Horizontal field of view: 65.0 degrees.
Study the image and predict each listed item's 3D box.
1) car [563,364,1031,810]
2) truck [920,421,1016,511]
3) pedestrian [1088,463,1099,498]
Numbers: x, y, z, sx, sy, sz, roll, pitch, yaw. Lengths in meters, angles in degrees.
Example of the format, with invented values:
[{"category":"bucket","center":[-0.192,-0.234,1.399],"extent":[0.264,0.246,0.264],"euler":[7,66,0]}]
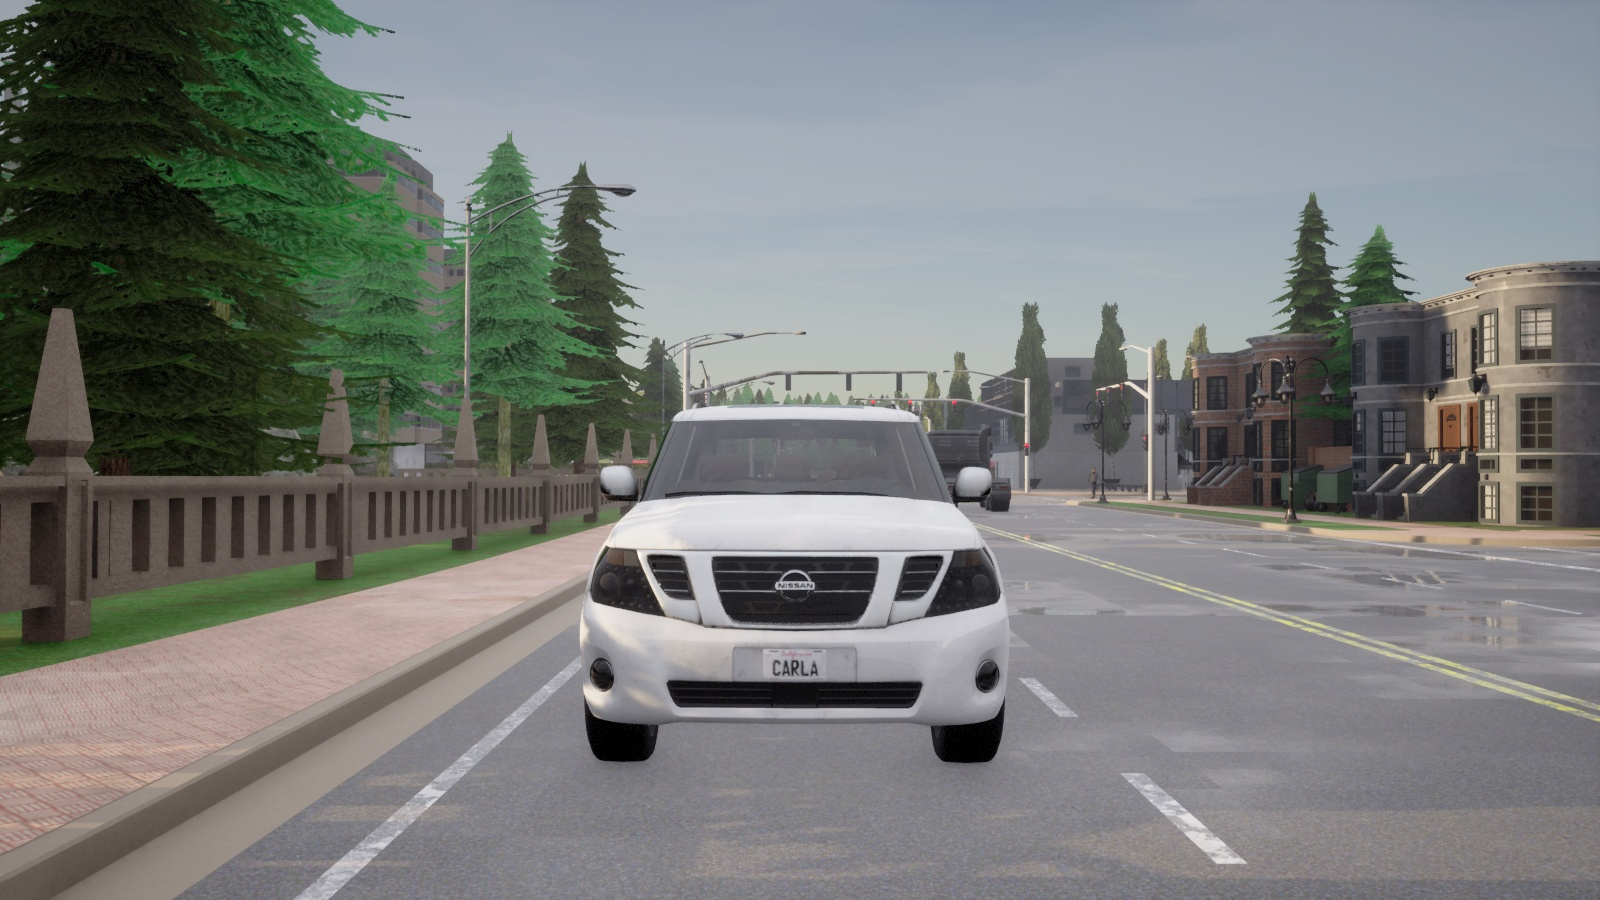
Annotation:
[{"category":"car","center":[-0.025,0.677,8.577],"extent":[2.150,2.045,5.566],"euler":[0,-1,0]},{"category":"truck","center":[6.852,0.681,52.272],"extent":[2.891,3.462,7.936],"euler":[0,-1,0]},{"category":"pedestrian","center":[16.448,1.715,70.289],"extent":[0.423,1.949,0.788],"euler":[0,-1,2]}]
